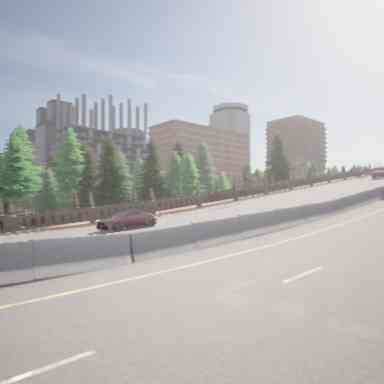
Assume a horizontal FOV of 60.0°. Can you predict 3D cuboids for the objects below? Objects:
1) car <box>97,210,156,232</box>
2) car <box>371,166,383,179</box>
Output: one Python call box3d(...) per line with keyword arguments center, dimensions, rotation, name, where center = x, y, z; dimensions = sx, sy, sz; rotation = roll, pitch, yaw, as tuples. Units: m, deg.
box3d(center=(-4.604, 1.976, 23.652), dimensions=(4.181, 1.385, 1.994), rotation=(-4, 1, -42), name="car")
box3d(center=(33.398, -3.428, 58.320), dimensions=(5.566, 2.045, 2.150), rotation=(-8, 4, -42), name="car")
